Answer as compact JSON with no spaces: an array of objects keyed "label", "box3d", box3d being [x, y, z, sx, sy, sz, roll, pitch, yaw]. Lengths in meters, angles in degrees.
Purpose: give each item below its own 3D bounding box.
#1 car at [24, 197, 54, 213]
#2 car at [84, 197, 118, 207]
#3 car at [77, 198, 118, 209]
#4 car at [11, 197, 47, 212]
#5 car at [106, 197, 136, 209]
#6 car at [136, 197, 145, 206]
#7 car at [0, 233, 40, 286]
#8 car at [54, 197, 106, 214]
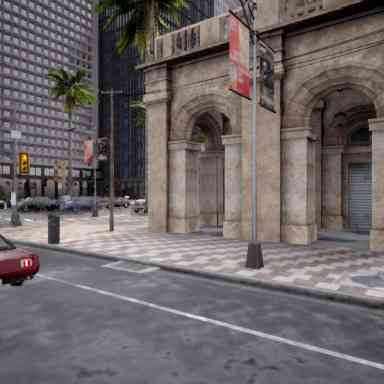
[{"label":"car","box3d":[-15.761,1.601,37.426,1.895,1.301,4.718,0,0,36]},{"label":"car","box3d":[-13.907,1.513,51.272,2.161,1.482,4.786,0,0,35]},{"label":"car","box3d":[-13.231,1.547,46.926,2.033,1.411,5.357,0,0,36]},{"label":"car","box3d":[-18.767,1.352,39.244,2.097,1.767,4.553,0,0,36]},{"label":"car","box3d":[-10.458,1.492,44.783,2.128,1.511,4.902,0,0,36]},{"label":"car","box3d":[-7.517,1.526,54.832,1.812,1.442,4.674,0,0,35]},{"label":"car","box3d":[-5.817,1.601,8.194,4.718,1.301,1.895,0,0,37]},{"label":"car","box3d":[-12.099,1.526,36.182,1.812,1.442,4.674,0,0,36]}]
